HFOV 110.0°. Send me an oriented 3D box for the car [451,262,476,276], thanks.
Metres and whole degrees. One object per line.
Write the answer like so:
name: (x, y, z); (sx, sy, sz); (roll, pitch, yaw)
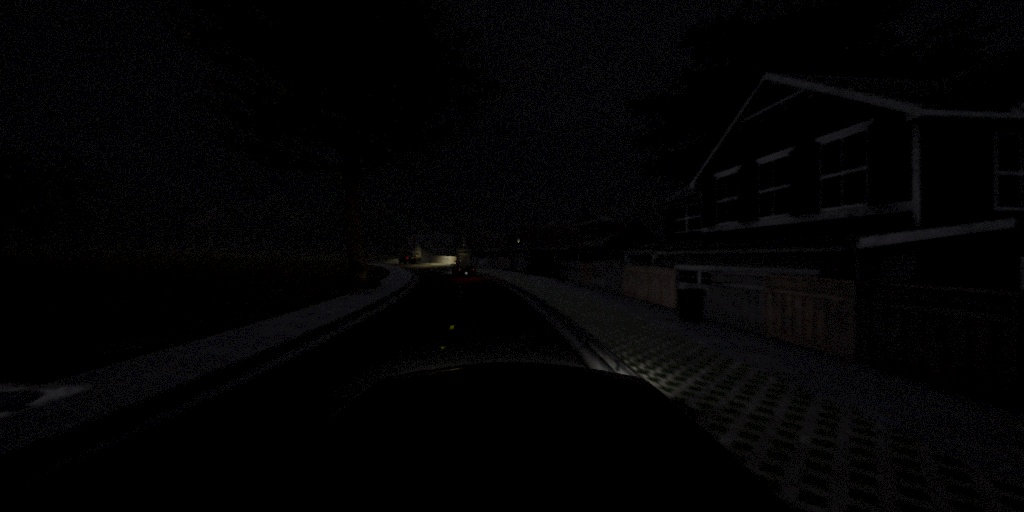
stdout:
car: (-4.775, 1.271, 35.044); (1.895, 1.301, 4.718); (0, 0, -15)
